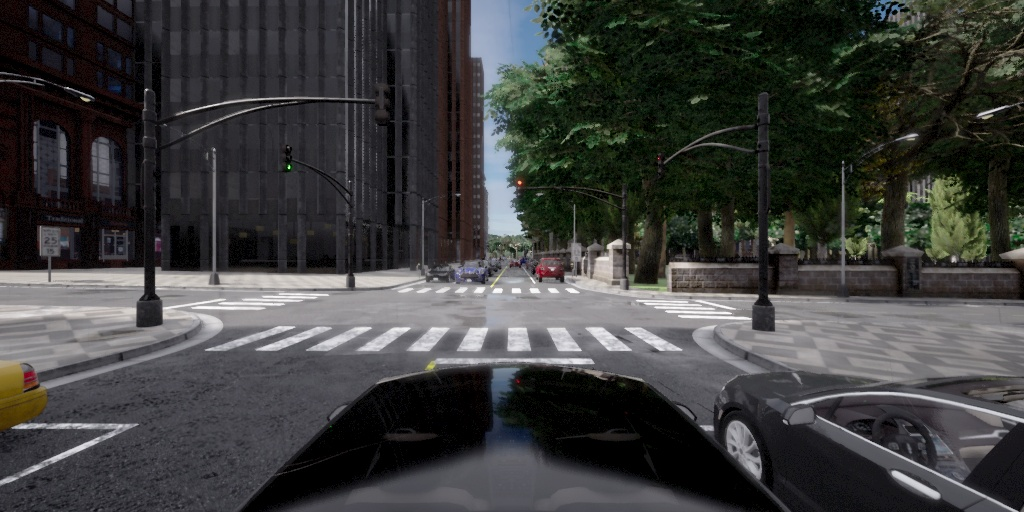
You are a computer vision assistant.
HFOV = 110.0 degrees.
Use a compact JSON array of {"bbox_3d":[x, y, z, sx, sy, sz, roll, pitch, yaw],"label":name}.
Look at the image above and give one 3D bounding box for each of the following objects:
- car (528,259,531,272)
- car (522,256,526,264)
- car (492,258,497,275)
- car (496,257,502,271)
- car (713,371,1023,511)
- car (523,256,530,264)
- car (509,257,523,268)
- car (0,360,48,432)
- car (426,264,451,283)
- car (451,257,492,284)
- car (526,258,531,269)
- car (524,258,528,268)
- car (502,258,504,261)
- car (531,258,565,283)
[{"bbox_3d":[3.046,1.338,39.292,1.948,1.339,4.313,0,0,0],"label":"car"},{"bbox_3d":[3.211,1.237,61.118,1.967,1.591,4.097,0,0,0],"label":"car"},{"bbox_3d":[-2.842,1.273,35.942,1.837,1.490,4.892,0,0,1],"label":"car"},{"bbox_3d":[-2.764,1.270,45.439,2.128,1.511,4.902,0,0,0],"label":"car"},{"bbox_3d":[2.760,1.300,1.716,2.007,1.370,4.403,0,0,0],"label":"car"},{"bbox_3d":[3.170,1.231,55.661,1.967,1.591,4.097,0,0,0],"label":"car"},{"bbox_3d":[0.536,1.323,61.252,1.812,1.442,4.674,0,0,0],"label":"car"},{"bbox_3d":[-5.766,1.275,1.602,1.751,1.417,4.829,0,0,0],"label":"car"},{"bbox_3d":[-5.562,1.326,28.436,1.948,1.339,4.313,0,0,0],"label":"car"},{"bbox_3d":[-2.912,1.112,26.839,2.097,1.767,4.553,0,0,0],"label":"car"},{"bbox_3d":[3.087,1.329,44.748,2.007,1.370,4.403,0,0,0],"label":"car"},{"bbox_3d":[3.129,1.335,50.205,2.007,1.370,4.403,0,0,0],"label":"car"},{"bbox_3d":[-2.664,1.354,55.429,1.994,1.385,4.181,0,0,1],"label":"car"},{"bbox_3d":[2.963,1.075,28.380,2.192,1.841,5.009,0,0,0],"label":"car"}]
